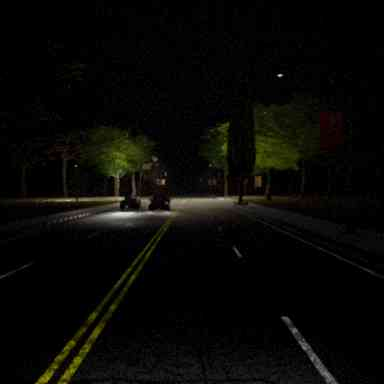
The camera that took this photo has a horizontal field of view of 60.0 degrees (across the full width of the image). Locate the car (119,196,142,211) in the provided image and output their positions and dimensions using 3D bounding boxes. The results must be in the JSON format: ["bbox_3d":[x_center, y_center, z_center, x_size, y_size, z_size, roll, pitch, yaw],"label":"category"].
[{"bbox_3d":[-6.595,1.221,36.144,2.128,1.511,4.902,0,0,0],"label":"car"}]

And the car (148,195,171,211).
[{"bbox_3d":[-3.345,1.088,35.268,2.097,1.767,4.553,0,0,0],"label":"car"}]
